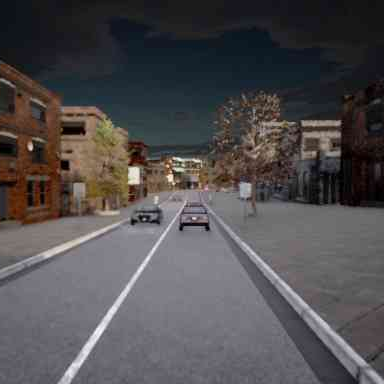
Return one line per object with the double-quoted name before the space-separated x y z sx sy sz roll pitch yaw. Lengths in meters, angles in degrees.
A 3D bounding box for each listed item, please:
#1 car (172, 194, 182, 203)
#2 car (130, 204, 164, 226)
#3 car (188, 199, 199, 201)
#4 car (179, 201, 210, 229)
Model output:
"car" -2.841 1.230 64.888 1.837 1.490 4.892 0 2 1
"car" -3.046 1.552 23.267 1.994 1.385 4.181 0 0 0
"car" 0.214 1.579 42.753 1.895 1.301 4.718 0 0 0
"car" 0.146 1.537 21.254 2.033 1.411 5.357 0 0 0
